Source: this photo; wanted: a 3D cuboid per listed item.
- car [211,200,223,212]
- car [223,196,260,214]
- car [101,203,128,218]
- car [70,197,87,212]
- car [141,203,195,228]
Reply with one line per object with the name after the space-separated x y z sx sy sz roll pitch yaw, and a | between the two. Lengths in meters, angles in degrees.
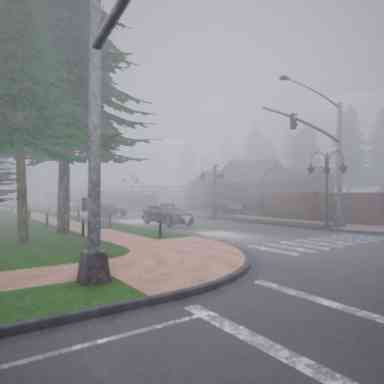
4.060 1.327 36.277 3.866 1.878 1.905 0 0 -37 | car
5.878 1.328 34.498 4.605 1.855 1.932 0 0 -37 | car
-7.801 1.667 31.193 1.895 1.301 4.718 0 0 -37 | car
-13.895 1.417 39.287 2.097 1.767 4.553 0 0 -37 | car
-1.767 1.558 23.100 2.128 1.511 4.902 0 0 -37 | car
